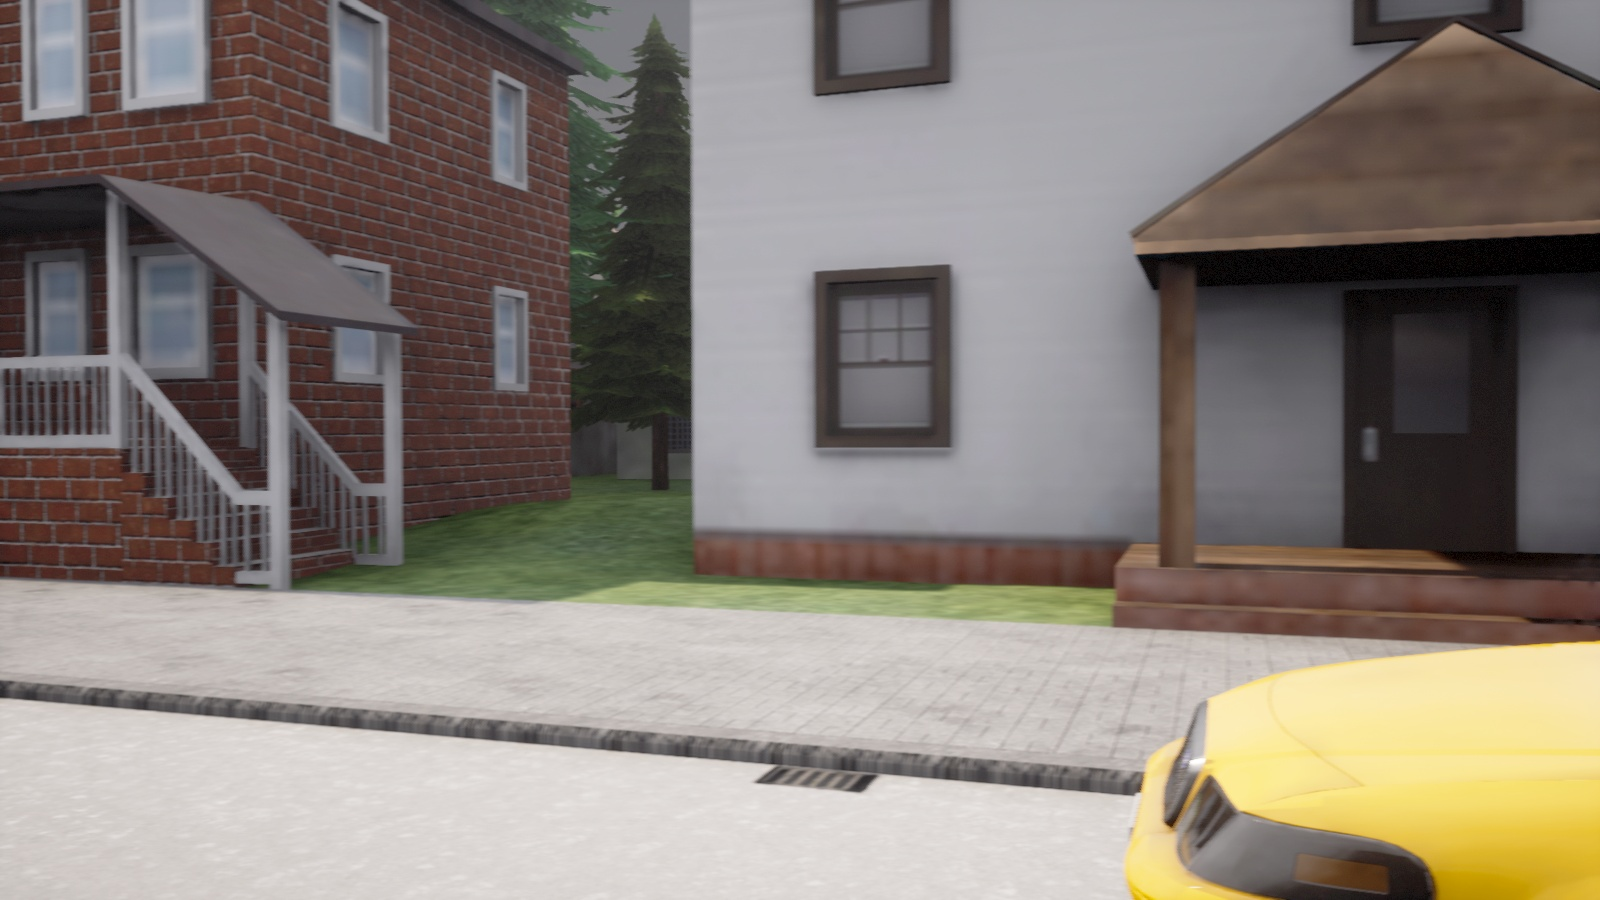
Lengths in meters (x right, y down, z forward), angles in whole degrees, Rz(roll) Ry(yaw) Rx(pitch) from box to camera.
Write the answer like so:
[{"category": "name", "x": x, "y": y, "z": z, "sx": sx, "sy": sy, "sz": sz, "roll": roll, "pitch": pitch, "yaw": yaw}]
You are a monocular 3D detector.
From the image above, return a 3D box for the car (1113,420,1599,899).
[{"category": "car", "x": 3.471, "y": 0.738, "z": 2.554, "sx": 5.366, "sy": 1.575, "sz": 1.801, "roll": 1, "pitch": 1, "yaw": 19}]
